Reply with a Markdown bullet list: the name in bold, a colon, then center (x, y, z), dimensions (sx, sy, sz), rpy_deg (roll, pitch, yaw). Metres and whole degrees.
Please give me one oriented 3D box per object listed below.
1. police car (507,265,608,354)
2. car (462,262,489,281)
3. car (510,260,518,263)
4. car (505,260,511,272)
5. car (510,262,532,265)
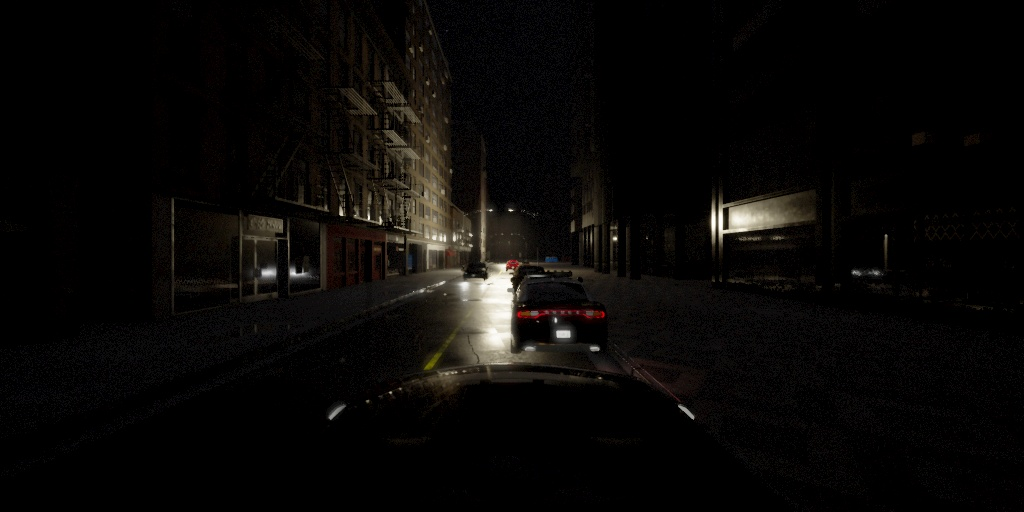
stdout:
- **police car**: center (0.913, 1.175, 8.912), dimensions (1.930, 1.638, 5.238), rpy_deg (0, 0, 0)
- **car**: center (-2.938, 1.260, 29.841), dimensions (1.837, 1.490, 4.892), rpy_deg (0, 0, 0)
- **car**: center (0.952, 1.209, 24.993), dimensions (1.801, 1.575, 5.366), rpy_deg (0, 0, 0)
- **car**: center (0.142, 1.301, 47.403), dimensions (1.812, 1.442, 4.674), rpy_deg (0, 0, 1)
- **car**: center (0.937, 1.256, 18.802), dimensions (1.837, 1.490, 4.892), rpy_deg (0, 0, 0)
